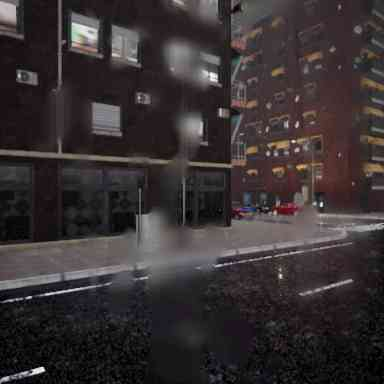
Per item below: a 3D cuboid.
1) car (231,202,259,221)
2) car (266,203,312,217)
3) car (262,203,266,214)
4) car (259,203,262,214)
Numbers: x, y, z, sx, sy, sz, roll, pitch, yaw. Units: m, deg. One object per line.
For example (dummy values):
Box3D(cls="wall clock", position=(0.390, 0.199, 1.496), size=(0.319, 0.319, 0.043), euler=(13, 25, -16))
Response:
Box3D(cls="car", position=(3.682, 1.855, 30.196), size=(1.802, 1.307, 4.206), euler=(-1, 0, -36))
Box3D(cls="car", position=(10.449, 1.819, 35.082), size=(1.887, 1.381, 4.507), euler=(-1, 0, -36))
Box3D(cls="car", position=(7.333, 1.910, 39.396), size=(1.947, 1.339, 4.313), euler=(-1, 0, -36))
Box3D(cls="car", position=(4.270, 1.785, 33.767), size=(1.882, 1.535, 5.008), euler=(0, -1, -36))
